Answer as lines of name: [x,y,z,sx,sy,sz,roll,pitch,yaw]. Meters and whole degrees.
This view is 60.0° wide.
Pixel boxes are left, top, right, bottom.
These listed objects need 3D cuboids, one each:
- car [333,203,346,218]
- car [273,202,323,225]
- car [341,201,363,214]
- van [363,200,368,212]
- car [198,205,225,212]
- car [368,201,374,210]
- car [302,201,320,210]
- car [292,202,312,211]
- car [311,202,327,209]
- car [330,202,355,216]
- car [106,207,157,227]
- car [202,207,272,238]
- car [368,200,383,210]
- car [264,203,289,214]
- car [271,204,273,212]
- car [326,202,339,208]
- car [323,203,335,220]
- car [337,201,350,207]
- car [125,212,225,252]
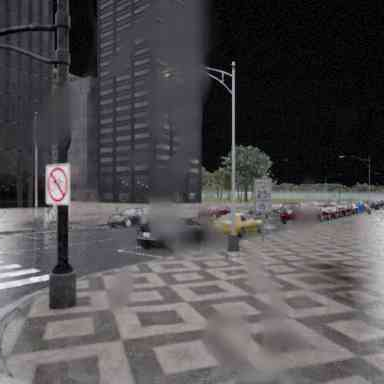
car: [15.792,2.241,37.881,1.802,1.307,4.206,-1,-2,36]
car: [9.233,1.786,28.693,2.192,1.841,5.009,-1,-2,35]
car: [22.342,2.289,47.069,1.967,1.590,4.097,-1,-2,35]
van: [25.619,2.284,51.666,1.690,1.788,3.998,-1,-2,35]
car: [2.298,2.006,33.643,1.887,1.381,4.507,-1,-2,35]
car: [28.897,2.587,56.257,2.008,1.369,4.403,-1,-2,35]
car: [21.958,2.466,61.213,1.967,1.590,4.097,-1,-2,35]
car: [18.682,2.484,56.616,2.008,1.369,4.403,-1,-2,35]
car: [25.236,2.663,65.805,1.887,1.381,4.507,-1,-2,35]
car: [19.065,2.299,42.472,1.887,1.381,4.507,-1,-2,35]
car: [-4.255,1.832,24.454,2.008,1.369,4.403,-1,-1,35]
car: [2.779,1.819,19.636,1.752,1.417,4.829,-1,-2,35]
car: [35.451,2.534,65.452,2.192,1.841,5.009,-1,-2,35]
car: [12.127,2.295,47.426,2.008,1.369,4.403,-1,-2,35]
car: [8.851,2.200,42.832,2.008,1.369,4.403,-1,-2,35]
car: [31.790,2.881,74.994,1.802,1.307,4.206,-1,-1,35]
car: [12.510,2.109,33.282,1.887,1.381,4.507,-1,-2,35]
car: [38.344,3.027,84.184,2.008,1.369,4.403,-1,-1,35]
car: [-0.596,1.769,14.903,1.947,1.339,4.313,-1,-2,35]
